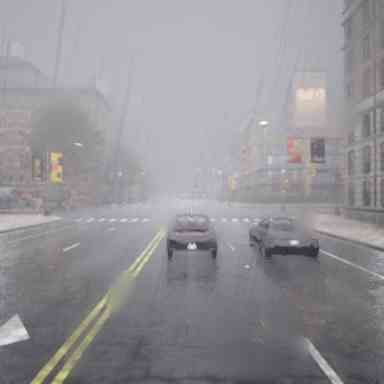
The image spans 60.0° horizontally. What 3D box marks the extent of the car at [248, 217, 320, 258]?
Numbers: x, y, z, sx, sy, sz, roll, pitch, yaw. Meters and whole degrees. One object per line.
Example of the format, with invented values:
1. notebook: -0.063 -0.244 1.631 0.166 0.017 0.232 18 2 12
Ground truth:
1. car: 3.511 1.712 13.403 1.994 1.385 4.181 0 -1 0

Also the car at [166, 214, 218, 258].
1. car: 0.008 1.641 13.493 2.128 1.511 4.902 0 0 0

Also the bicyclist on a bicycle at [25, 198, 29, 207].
1. bicyclist on a bicycle: -31.491 1.994 63.651 0.582 1.620 1.656 0 0 0
